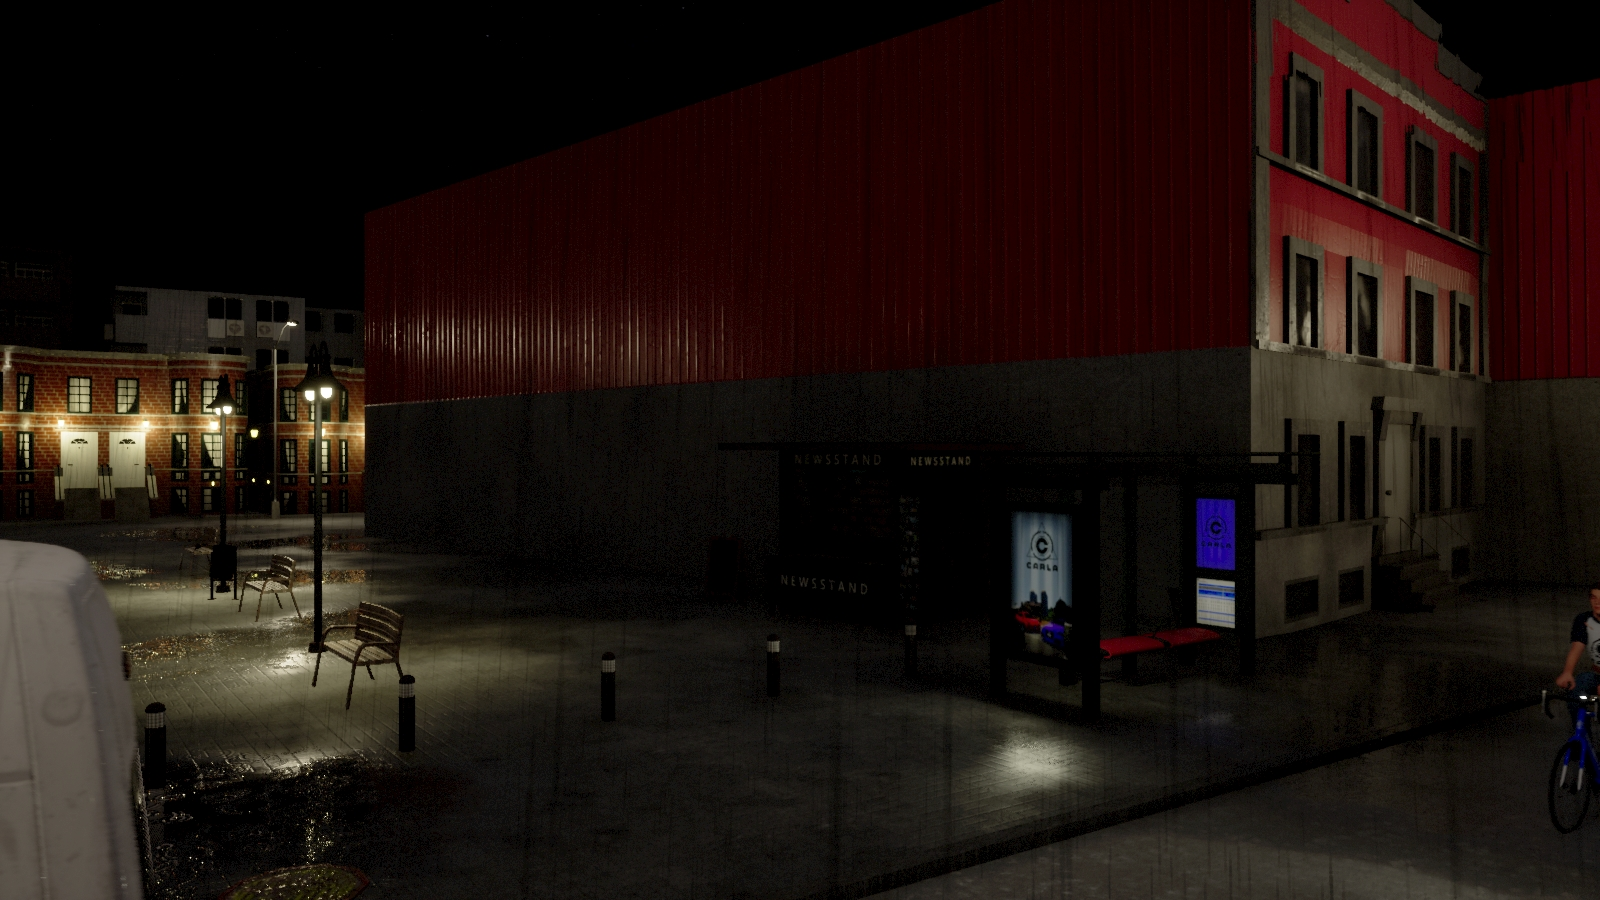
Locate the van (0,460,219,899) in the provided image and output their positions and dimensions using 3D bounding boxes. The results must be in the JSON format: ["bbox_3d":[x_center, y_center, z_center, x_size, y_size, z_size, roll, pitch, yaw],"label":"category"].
[{"bbox_3d":[-4.190,1.314,1.469,5.915,2.561,1.988,0,0,-35],"label":"van"}]
